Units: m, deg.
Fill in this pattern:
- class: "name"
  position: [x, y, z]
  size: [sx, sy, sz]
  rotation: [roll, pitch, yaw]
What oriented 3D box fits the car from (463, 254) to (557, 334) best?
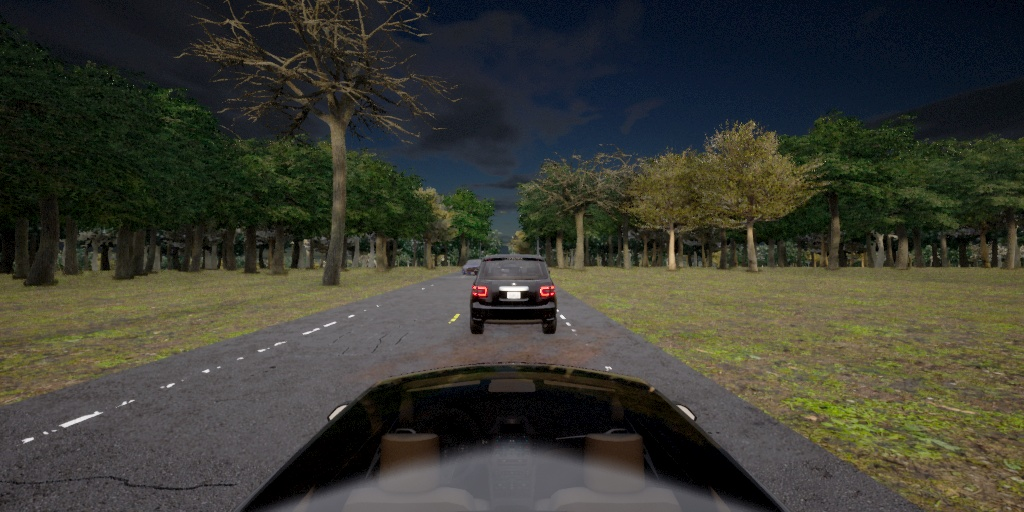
- class: "car"
  position: [0.016, 0.976, 10.748]
  size: [2.150, 2.045, 5.566]
  rotation: [0, 0, -1]
